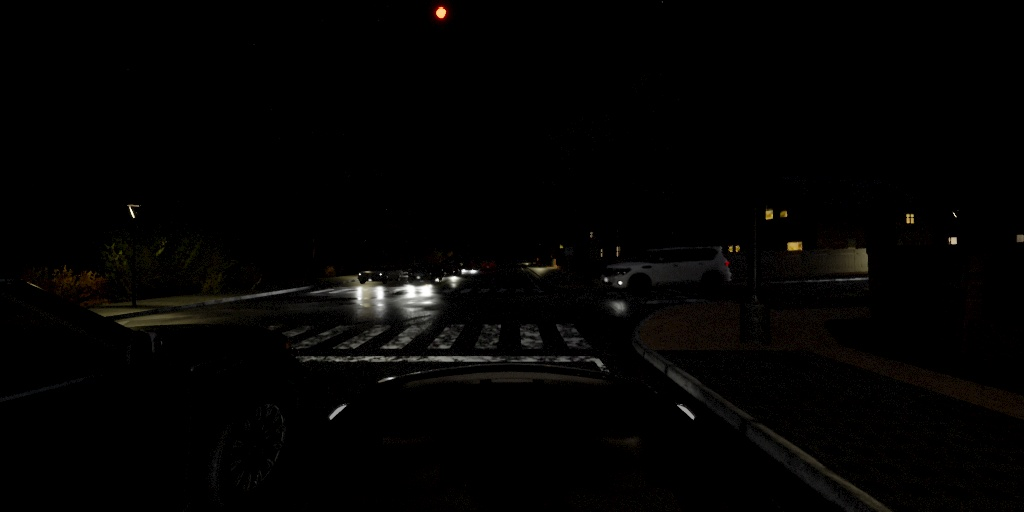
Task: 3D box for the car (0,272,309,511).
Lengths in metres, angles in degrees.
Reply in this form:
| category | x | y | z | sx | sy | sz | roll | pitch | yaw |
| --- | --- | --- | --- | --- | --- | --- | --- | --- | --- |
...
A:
| category | x | y | z | sx | sy | sz | roll | pitch | yaw |
| --- | --- | --- | --- | --- | --- | --- | --- | --- | --- |
| car | -3.159 | 0.971 | 1.207 | 2.150 | 2.045 | 5.566 | 0 | 0 | 2 |

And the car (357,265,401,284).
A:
| category | x | y | z | sx | sy | sz | roll | pitch | yaw |
| --- | --- | --- | --- | --- | --- | --- | --- | --- | --- |
| car | -9.848 | 1.363 | 27.070 | 1.895 | 1.301 | 4.718 | 0 | 0 | 0 |

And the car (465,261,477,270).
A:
| category | x | y | z | sx | sy | sz | roll | pitch | yaw |
| --- | --- | --- | --- | --- | --- | --- | --- | --- | --- |
| car | -6.561 | 1.393 | 55.051 | 1.895 | 1.301 | 4.718 | 0 | 0 | 0 |

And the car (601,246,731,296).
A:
| category | x | y | z | sx | sy | sz | roll | pitch | yaw |
| --- | --- | --- | --- | --- | --- | --- | --- | --- | --- |
| car | 6.898 | 0.630 | 16.174 | 5.566 | 2.045 | 2.150 | -2 | -1 | -7 |

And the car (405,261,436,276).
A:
| category | x | y | z | sx | sy | sz | roll | pitch | yaw |
| --- | --- | --- | --- | --- | --- | --- | --- | --- | --- |
| car | -9.846 | 1.321 | 39.213 | 2.033 | 1.411 | 5.357 | 0 | 0 | 0 |

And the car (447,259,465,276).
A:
| category | x | y | z | sx | sy | sz | roll | pitch | yaw |
| --- | --- | --- | --- | --- | --- | --- | --- | --- | --- |
| car | -6.590 | 1.123 | 37.555 | 2.097 | 1.767 | 4.553 | 0 | 0 | 0 |

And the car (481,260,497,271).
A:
| category | x | y | z | sx | sy | sz | roll | pitch | yaw |
| --- | --- | --- | --- | --- | --- | --- | --- | --- | --- |
| car | -3.145 | 1.262 | 49.576 | 1.882 | 1.535 | 5.008 | 0 | 0 | 0 |

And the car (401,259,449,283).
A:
| category | x | y | z | sx | sy | sz | roll | pitch | yaw |
| --- | --- | --- | --- | --- | --- | --- | --- | --- | --- |
| car | -6.596 | 1.254 | 27.731 | 2.128 | 1.511 | 4.902 | 0 | 0 | 0 |
